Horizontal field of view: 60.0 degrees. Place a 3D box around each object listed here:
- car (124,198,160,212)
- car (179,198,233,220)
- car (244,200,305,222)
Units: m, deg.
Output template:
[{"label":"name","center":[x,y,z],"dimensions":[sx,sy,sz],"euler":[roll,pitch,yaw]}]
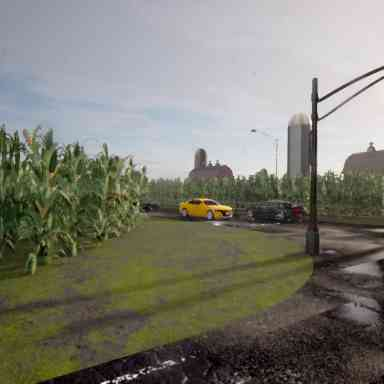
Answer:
[{"label":"car","center":[-5.207,1.321,33.997],"dimensions":[1.895,1.301,4.718],"euler":[2,0,-38]},{"label":"car","center":[1.023,1.279,26.021],"dimensions":[1.882,1.535,5.008],"euler":[2,0,-38]},{"label":"car","center":[6.215,1.415,25.562],"dimensions":[1.837,1.490,4.892],"euler":[1,0,-40]}]
